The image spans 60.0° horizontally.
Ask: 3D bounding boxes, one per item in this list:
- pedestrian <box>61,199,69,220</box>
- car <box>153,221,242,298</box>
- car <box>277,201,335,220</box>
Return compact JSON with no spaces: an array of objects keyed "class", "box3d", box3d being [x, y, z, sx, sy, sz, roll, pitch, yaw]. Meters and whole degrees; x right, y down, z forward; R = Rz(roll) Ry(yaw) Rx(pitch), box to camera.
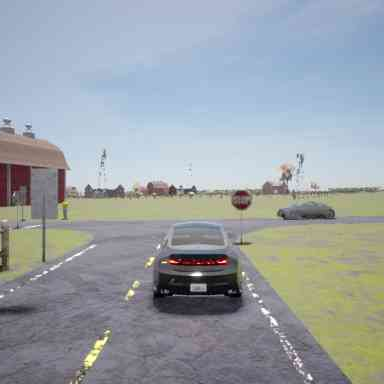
[{"class":"pedestrian","box3d":[-11.139,1.491,29.265,0.375,1.860,0.375,0,0,4]},{"class":"car","box3d":[0.118,1.506,8.520,1.837,1.490,4.892,0,0,0]},{"class":"car","box3d":[8.775,1.408,25.704,4.181,1.385,1.994,-1,0,-7]}]
